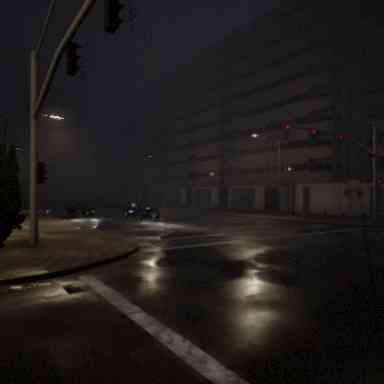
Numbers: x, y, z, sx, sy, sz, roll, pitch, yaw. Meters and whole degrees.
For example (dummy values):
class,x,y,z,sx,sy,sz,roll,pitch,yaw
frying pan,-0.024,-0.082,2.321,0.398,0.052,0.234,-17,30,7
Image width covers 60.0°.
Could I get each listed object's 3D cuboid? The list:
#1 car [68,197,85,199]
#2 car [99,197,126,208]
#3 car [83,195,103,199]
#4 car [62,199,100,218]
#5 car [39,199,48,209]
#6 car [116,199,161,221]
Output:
class,x,y,z,sx,sy,sz,roll,pitch,yaw
car,-17.618,1.861,48.551,1.994,1.385,4.181,1,-1,-34
car,-13.006,1.912,54.431,2.033,1.411,5.357,1,-1,-33
car,-18.749,1.637,62.861,2.150,2.045,5.566,1,-1,-34
car,-10.823,1.686,32.156,1.837,1.490,4.892,1,0,-34
car,-23.477,1.774,51.063,1.882,1.535,5.008,1,-1,-34
car,-4.418,1.669,28.917,2.128,1.511,4.902,1,-1,-34
